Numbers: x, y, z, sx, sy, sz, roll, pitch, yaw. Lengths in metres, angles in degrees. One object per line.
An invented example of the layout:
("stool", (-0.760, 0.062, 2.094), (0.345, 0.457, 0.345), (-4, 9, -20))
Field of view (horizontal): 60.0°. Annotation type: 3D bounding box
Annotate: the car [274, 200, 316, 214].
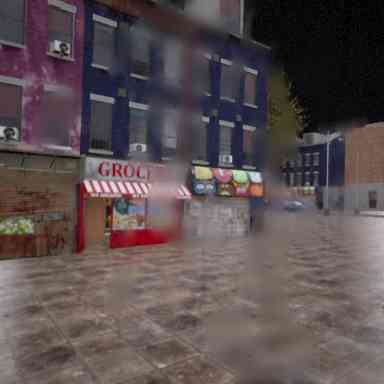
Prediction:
("car", (10.811, 1.632, 35.187), (1.812, 1.442, 4.674), (2, -2, -35))
